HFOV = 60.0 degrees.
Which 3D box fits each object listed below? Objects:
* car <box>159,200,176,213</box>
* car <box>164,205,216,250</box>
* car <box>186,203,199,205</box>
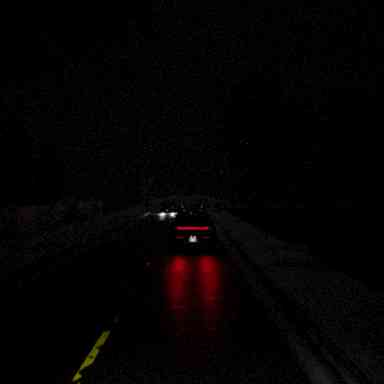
[{"bbox_3d":[-2.877,1.729,40.862,2.033,1.411,5.357,0,0,0],"label":"car"},{"bbox_3d":[0.042,1.565,14.740,2.128,1.511,4.902,0,0,0],"label":"car"},{"bbox_3d":[0.012,1.702,29.730,1.994,1.385,4.181,0,0,0],"label":"car"}]
